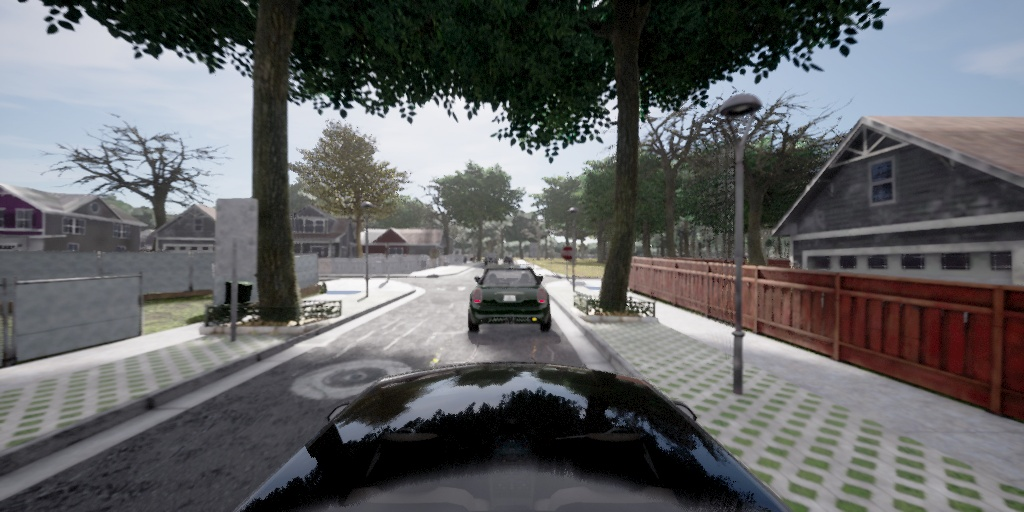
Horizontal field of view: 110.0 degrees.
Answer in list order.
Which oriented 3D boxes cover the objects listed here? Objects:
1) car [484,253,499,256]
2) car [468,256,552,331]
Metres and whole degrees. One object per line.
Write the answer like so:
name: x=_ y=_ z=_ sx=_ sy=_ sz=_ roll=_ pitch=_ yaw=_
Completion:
car: x=-3.458 y=0.435 z=60.452 sx=2.150 sy=2.045 sz=5.566 roll=0 pitch=1 yaw=0
car: x=-0.097 y=1.005 z=10.770 sx=2.097 sy=1.767 sz=4.553 roll=0 pitch=1 yaw=-1
